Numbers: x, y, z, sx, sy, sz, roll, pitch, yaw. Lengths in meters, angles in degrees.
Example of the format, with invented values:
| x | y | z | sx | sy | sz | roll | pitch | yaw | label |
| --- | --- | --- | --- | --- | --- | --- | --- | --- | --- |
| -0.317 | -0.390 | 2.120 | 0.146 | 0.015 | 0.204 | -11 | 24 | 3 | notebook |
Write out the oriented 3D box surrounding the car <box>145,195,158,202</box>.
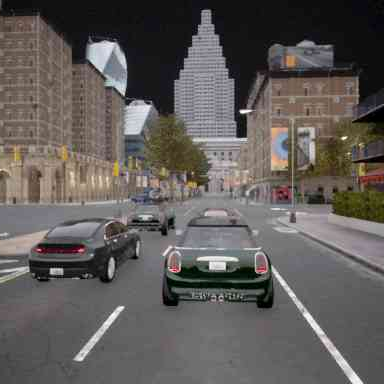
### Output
| x | y | z | sx | sy | sz | roll | pitch | yaw | label |
| --- | --- | --- | --- | --- | --- | --- | --- | --- | --- |
| -9.539 | 1.540 | 79.093 | 2.033 | 1.411 | 5.357 | 0 | 0 | 4 | car |

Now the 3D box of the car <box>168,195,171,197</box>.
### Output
| x | y | z | sx | sy | sz | roll | pitch | yaw | label |
| --- | --- | --- | --- | --- | --- | --- | --- | --- | --- |
| -6.110 | 1.595 | 77.961 | 1.895 | 1.301 | 4.718 | 0 | 0 | 4 | car |

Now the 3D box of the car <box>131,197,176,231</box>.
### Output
| x | y | z | sx | sy | sz | roll | pitch | yaw | label |
| --- | --- | --- | --- | --- | --- | --- | --- | --- | --- |
| -2.173 | 1.352 | 18.708 | 2.097 | 1.767 | 4.553 | 0 | 0 | 4 | car |

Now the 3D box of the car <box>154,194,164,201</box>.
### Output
| x | y | z | sx | sy | sz | roll | pitch | yaw | label |
| --- | --- | --- | --- | --- | --- | --- | --- | --- | --- |
| -8.835 | 1.355 | 89.060 | 2.097 | 1.767 | 4.553 | 0 | 0 | 4 | car |

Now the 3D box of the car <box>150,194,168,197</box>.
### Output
| x | y | z | sx | sy | sz | roll | pitch | yaw | label |
| --- | --- | --- | --- | --- | --- | --- | --- | --- | --- |
| -6.795 | 1.478 | 68.290 | 1.882 | 1.535 | 5.008 | 0 | 0 | 4 | car |

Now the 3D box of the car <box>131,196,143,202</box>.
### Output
| x | y | z | sx | sy | sz | roll | pitch | yaw | label |
| --- | --- | --- | --- | --- | --- | --- | --- | --- | --- |
| -12.865 | 1.595 | 78.121 | 1.895 | 1.301 | 4.718 | 0 | 0 | 4 | car |

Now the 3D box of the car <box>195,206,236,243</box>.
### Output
| x | y | z | sx | sy | sz | roll | pitch | yaw | label |
| --- | --- | --- | --- | --- | --- | --- | --- | --- | --- |
| 1.242 | 1.526 | 17.147 | 1.812 | 1.442 | 4.674 | 0 | 0 | 5 | car |

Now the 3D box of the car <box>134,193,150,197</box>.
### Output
| x | y | z | sx | sy | sz | roll | pitch | yaw | label |
| --- | --- | --- | --- | --- | --- | --- | --- | --- | --- |
| -10.251 | 1.225 | 69.000 | 2.150 | 2.045 | 5.566 | 0 | 0 | 4 | car |

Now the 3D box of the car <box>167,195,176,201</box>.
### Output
| x | y | z | sx | sy | sz | roll | pitch | yaw | label |
| --- | --- | --- | --- | --- | --- | --- | --- | --- | --- |
| -5.413 | 1.553 | 87.837 | 1.994 | 1.385 | 4.181 | 0 | 0 | 4 | car |

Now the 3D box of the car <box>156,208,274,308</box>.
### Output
| x | y | z | sx | sy | sz | roll | pitch | yaw | label |
| --- | --- | --- | --- | --- | --- | --- | --- | --- | --- |
| 0.606 | 1.352 | 8.124 | 2.097 | 1.767 | 4.553 | 0 | 0 | 4 | car |

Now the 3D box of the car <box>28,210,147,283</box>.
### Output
| x | y | z | sx | sy | sz | roll | pitch | yaw | label |
| --- | --- | --- | --- | --- | --- | --- | --- | --- | --- |
| -2.812 | 1.505 | 9.732 | 1.837 | 1.490 | 4.892 | 0 | 0 | 4 | car |
